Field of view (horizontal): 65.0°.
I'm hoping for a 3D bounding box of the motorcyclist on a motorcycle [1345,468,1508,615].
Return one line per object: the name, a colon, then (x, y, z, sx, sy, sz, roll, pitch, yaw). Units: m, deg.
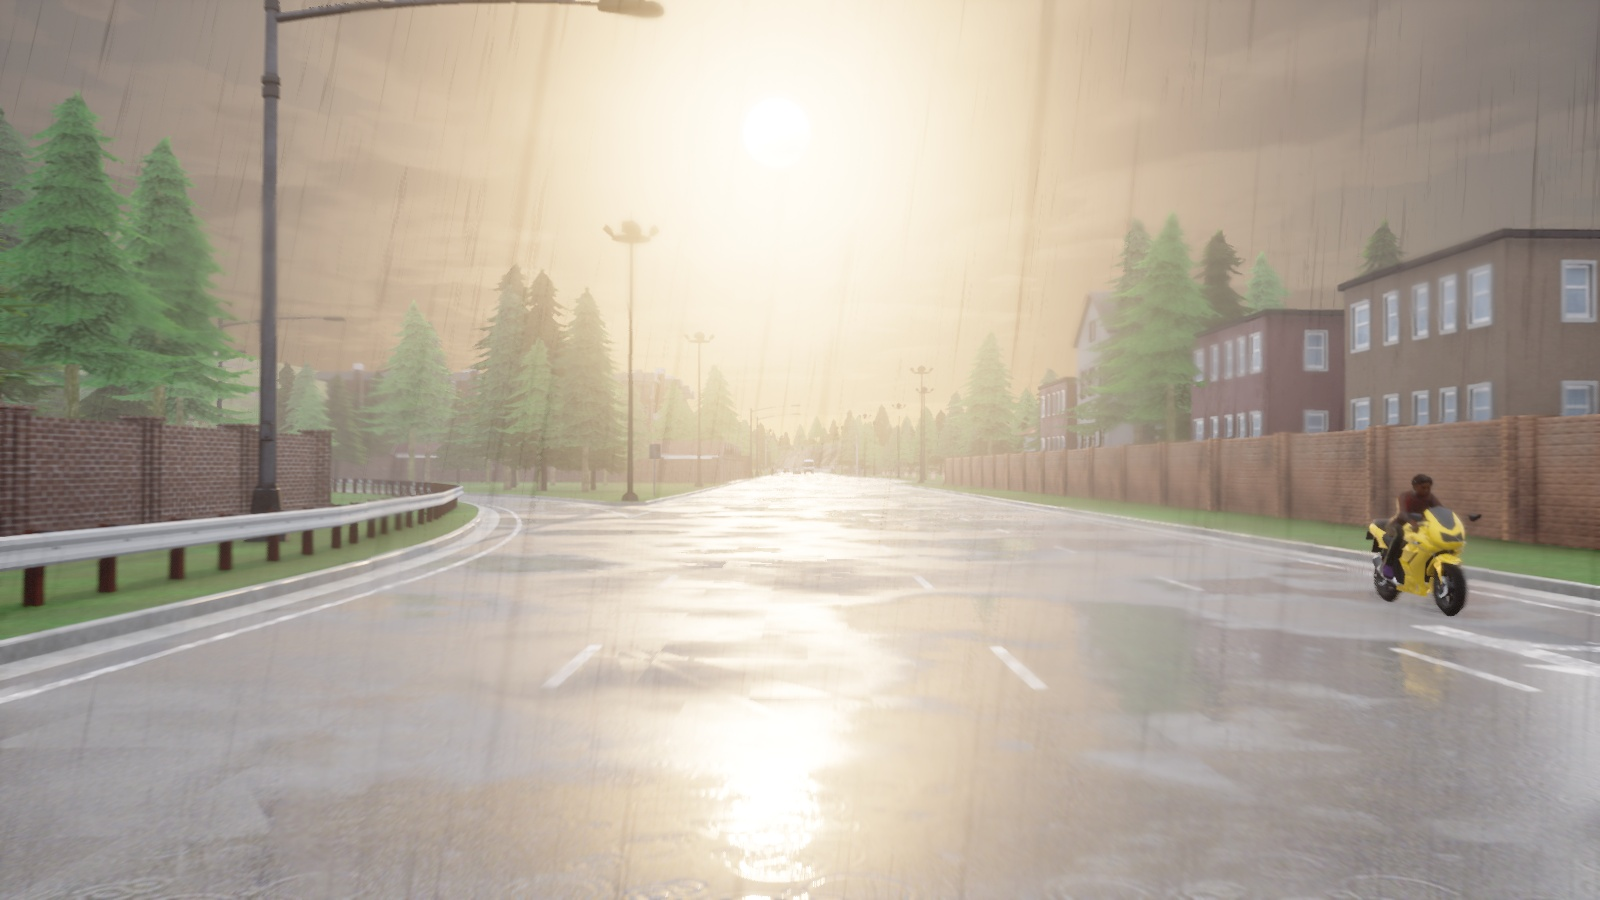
motorcyclist on a motorcycle: (6.966, 0.972, 14.100, 0.797, 1.523, 2.044, 0, -1, 0)
